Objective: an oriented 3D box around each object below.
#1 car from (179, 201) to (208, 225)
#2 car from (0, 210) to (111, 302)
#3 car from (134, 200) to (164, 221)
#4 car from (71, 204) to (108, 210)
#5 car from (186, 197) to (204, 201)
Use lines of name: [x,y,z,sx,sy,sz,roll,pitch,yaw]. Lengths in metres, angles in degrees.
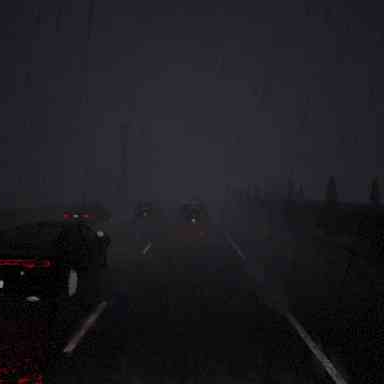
car: [0.099,1.524,23.419,1.895,1.301,4.718,0,0,0]
car: [-3.401,1.450,8.278,1.882,1.535,5.008,0,0,0]
car: [-3.390,1.404,26.568,2.128,1.511,4.902,0,0,0]
car: [-6.902,1.473,22.238,2.033,1.411,5.357,0,0,0]
car: [0.357,1.370,41.516,1.837,1.490,4.892,0,1,1]
